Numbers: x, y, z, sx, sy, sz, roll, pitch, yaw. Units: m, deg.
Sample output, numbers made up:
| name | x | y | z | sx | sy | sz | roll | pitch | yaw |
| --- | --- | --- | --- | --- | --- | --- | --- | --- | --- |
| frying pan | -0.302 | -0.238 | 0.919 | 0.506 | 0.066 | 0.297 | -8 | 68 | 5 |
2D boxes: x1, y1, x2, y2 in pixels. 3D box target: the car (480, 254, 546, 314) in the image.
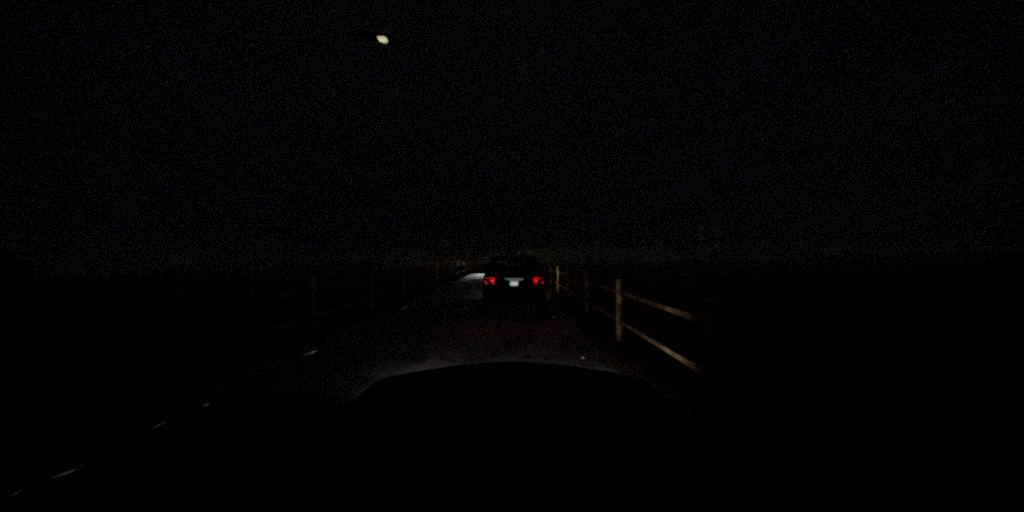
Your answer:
| name | x | y | z | sx | sy | sz | roll | pitch | yaw |
| --- | --- | --- | --- | --- | --- | --- | --- | --- | --- |
| car | 0.079 | 0.971 | 13.989 | 2.150 | 2.045 | 5.566 | 0 | 0 | 0 |

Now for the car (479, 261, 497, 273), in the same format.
| name | x | y | z | sx | sy | sz | roll | pitch | yaw |
| --- | --- | --- | --- | --- | --- | --- | --- | --- | --- |
| car | -2.857 | 1.350 | 43.792 | 1.895 | 1.301 | 4.718 | 0 | 0 | 0 |

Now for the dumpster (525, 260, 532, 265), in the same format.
| name | x | y | z | sx | sy | sz | roll | pitch | yaw |
| --- | --- | --- | --- | --- | --- | --- | --- | --- | --- |
| dumpster | 3.106 | 1.114 | 58.357 | 1.020 | 1.700 | 1.940 | 0 | 0 | 0 |
